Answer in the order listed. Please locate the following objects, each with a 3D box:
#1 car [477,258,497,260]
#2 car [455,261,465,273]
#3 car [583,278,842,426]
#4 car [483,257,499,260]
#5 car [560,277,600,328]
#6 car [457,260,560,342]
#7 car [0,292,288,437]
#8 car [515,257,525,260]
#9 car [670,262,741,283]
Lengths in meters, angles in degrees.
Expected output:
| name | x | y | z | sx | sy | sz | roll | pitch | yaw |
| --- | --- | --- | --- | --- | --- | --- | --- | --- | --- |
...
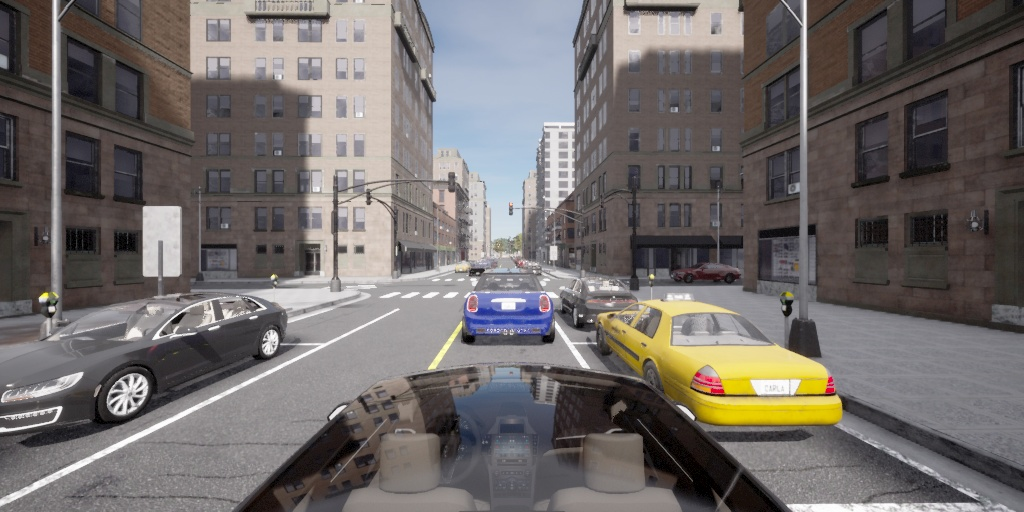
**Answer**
| name | x | y | z | sx | sy | sz | roll | pitch | yaw |
| --- | --- | --- | --- | --- | --- | --- | --- | --- | --- |
| car | -3.381 | 1.294 | 46.264 | 2.033 | 1.411 | 5.357 | 0 | 0 | 0 |
| car | -5.889 | 1.272 | 43.415 | 1.751 | 1.417 | 4.829 | 0 | 0 | -1 |
| car | 2.602 | 1.275 | 5.894 | 1.751 | 1.417 | 4.829 | 0 | 0 | -1 |
| car | -3.497 | 1.308 | 56.270 | 1.994 | 1.385 | 4.181 | 0 | 0 | -1 |
| car | 2.533 | 1.300 | 11.130 | 2.007 | 1.370 | 4.403 | 0 | 0 | -1 |
| car | -0.085 | 1.102 | 9.885 | 2.097 | 1.767 | 4.553 | 0 | 0 | 0 |
| car | -5.429 | 1.300 | 5.625 | 2.007 | 1.370 | 4.403 | 0 | 0 | -1 |
| car | 1.925 | 1.182 | 60.729 | 1.967 | 1.591 | 4.097 | 0 | 0 | -1 |
| car | 13.930 | 1.186 | 25.907 | 4.674 | 1.442 | 1.812 | 0 | 0 | 1 |
